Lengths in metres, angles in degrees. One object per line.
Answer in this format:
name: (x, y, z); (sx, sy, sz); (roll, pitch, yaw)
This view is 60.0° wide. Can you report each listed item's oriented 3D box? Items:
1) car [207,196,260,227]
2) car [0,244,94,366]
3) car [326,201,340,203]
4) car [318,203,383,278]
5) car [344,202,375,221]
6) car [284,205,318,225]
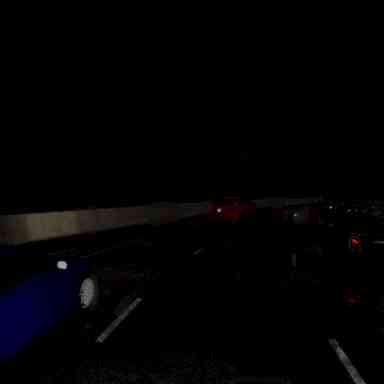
car: (3.063, 1.276, 23.575); (2.150, 2.045, 5.566); (0, 0, 30)
car: (-3.046, 1.476, 4.702); (1.882, 1.535, 5.008); (0, 0, 6)
car: (16.448, 1.693, 38.660); (1.994, 1.385, 4.181); (0, 0, 31)
car: (5.356, 1.390, 10.176); (2.097, 1.767, 4.553); (0, 0, 14)
car: (15.136, 1.656, 29.953); (2.033, 1.411, 5.357); (0, 0, 32)
car: (8.375, 1.640, 25.343); (1.994, 1.385, 4.181); (0, 0, 29)
